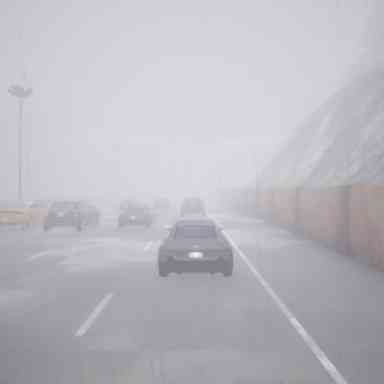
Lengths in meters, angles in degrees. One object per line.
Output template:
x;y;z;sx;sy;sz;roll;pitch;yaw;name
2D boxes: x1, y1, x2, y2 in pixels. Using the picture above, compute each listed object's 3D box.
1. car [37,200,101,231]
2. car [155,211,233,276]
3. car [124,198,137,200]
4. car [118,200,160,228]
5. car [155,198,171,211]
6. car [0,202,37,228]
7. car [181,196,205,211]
-6.915;1.237;19.661;2.097;1.767;4.553;0;0;0;car
0.093;1.504;10.159;1.994;1.385;4.181;0;0;0;car
-6.930;1.345;37.688;1.994;1.385;4.181;0;0;0;car
-3.417;1.440;21.330;1.994;1.385;4.181;0;0;0;car
-3.430;1.328;37.699;2.033;1.411;5.357;0;0;0;car
-10.416;1.355;21.103;1.882;1.535;5.008;0;0;0;car
0.078;1.178;29.809;2.097;1.767;4.553;0;0;0;car
